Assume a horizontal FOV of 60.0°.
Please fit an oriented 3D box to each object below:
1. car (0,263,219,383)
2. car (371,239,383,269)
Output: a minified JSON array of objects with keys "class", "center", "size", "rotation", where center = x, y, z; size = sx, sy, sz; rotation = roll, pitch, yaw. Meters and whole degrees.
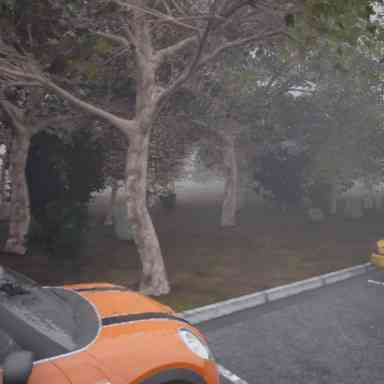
[{"class":"car","center":[-1.963,1.355,2.626],"size":[4.553,1.767,2.185],"rotation":[0,2,-33]},{"class":"car","center":[7.008,1.363,9.029],"size":[5.366,1.575,1.946],"rotation":[-1,2,-33]}]
